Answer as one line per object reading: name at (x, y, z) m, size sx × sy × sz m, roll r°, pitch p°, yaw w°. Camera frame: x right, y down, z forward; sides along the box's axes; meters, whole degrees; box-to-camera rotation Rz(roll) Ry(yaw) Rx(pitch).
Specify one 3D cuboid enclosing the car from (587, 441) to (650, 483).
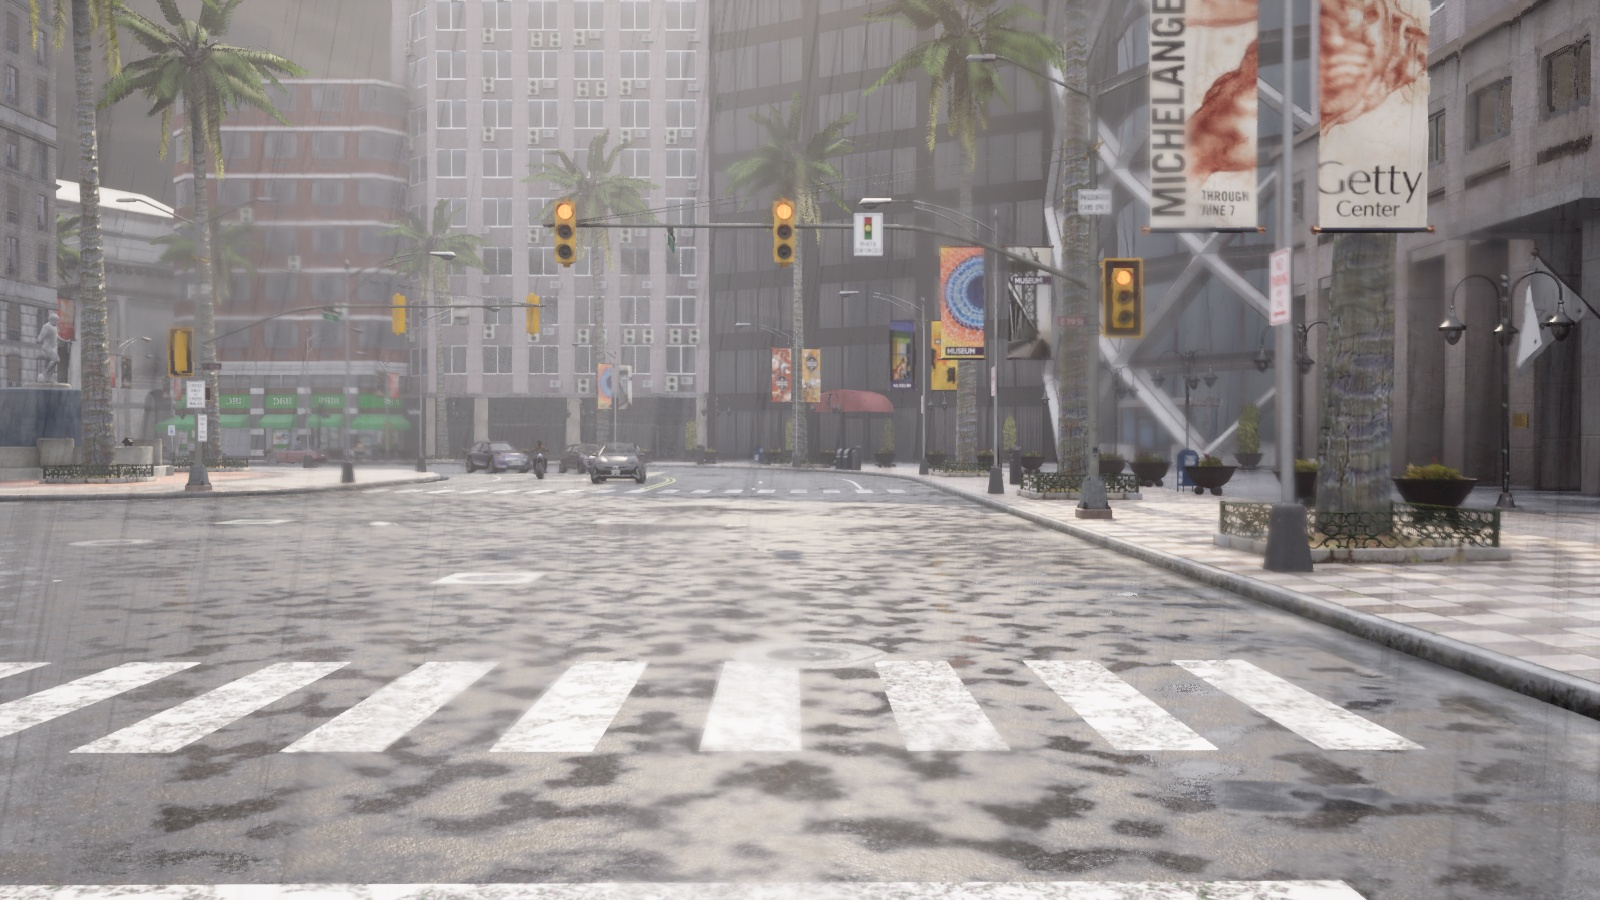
car at (-6.829, 0.417, 47.717) m, size 2.007 × 1.525 × 4.514 m, roll 0°, pitch 0°, yaw -4°

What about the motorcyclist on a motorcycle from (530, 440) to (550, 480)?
motorcyclist on a motorcycle at (-10.841, 0.392, 52.386) m, size 0.766 × 1.649 × 2.350 m, roll 0°, pitch 1°, yaw -12°

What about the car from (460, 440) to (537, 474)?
car at (-15.153, 0.309, 62.970) m, size 2.033 × 1.649 × 4.856 m, roll 0°, pitch 0°, yaw -36°

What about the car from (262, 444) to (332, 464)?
car at (-35.268, 0.285, 87.999) m, size 4.181 × 1.385 × 1.994 m, roll 0°, pitch 0°, yaw 14°

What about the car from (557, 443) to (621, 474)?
car at (-10.428, 0.403, 61.791) m, size 1.816 × 1.474 × 4.193 m, roll 0°, pitch 0°, yaw -29°
